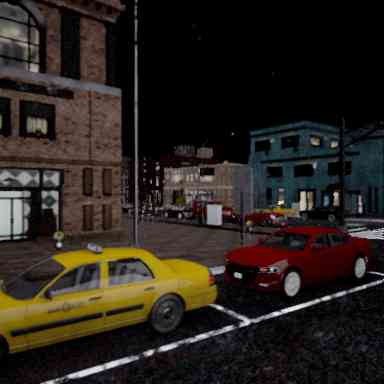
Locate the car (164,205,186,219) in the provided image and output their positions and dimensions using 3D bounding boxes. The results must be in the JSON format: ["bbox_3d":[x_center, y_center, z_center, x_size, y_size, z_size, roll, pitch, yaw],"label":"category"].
[{"bbox_3d":[-1.337,2.050,34.708,2.008,1.369,4.403,-1,0,-37],"label":"car"}]

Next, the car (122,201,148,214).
[{"bbox_3d":[-8.068,2.184,43.794,2.008,1.369,4.403,-1,0,-37],"label":"car"}]

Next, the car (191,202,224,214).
[{"bbox_3d":[2.023,2.101,44.196,2.008,1.369,4.403,-1,0,-37],"label":"car"}]

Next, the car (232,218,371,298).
[{"bbox_3d":[2.841,1.594,8.588,4.507,1.381,1.887,0,-1,-35],"label":"car"}]

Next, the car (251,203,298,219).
[{"bbox_3d":[8.652,1.944,35.246,1.752,1.417,4.829,-1,0,-37],"label":"car"}]

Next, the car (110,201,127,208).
[{"bbox_3d":[-14.802,2.466,66.911,1.802,1.307,4.206,-1,0,-37],"label":"car"}]

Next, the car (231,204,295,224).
[{"bbox_3d":[5.392,1.807,25.622,1.967,1.590,4.097,-1,0,-37],"label":"car"}]

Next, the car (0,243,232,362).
[{"bbox_3d":[-1.811,1.536,5.271,4.829,1.417,1.752,0,-1,-35],"label":"car"}]

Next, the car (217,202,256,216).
[{"bbox_3d":[5.287,2.011,39.789,1.752,1.417,4.829,-1,0,-37],"label":"car"}]

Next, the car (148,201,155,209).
[{"bbox_3d":[-8.075,2.190,57.825,1.967,1.590,4.097,-1,0,-37],"label":"car"}]

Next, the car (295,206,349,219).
[{"bbox_3d":[12.120,1.916,30.566,1.947,1.339,4.313,-1,0,-37],"label":"car"}]

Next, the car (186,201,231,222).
[{"bbox_3d":[2.024,1.748,30.165,2.192,1.841,5.009,-1,0,-37],"label":"car"}]
